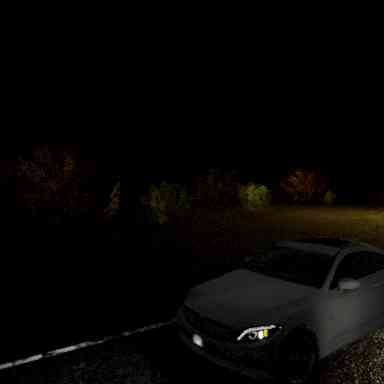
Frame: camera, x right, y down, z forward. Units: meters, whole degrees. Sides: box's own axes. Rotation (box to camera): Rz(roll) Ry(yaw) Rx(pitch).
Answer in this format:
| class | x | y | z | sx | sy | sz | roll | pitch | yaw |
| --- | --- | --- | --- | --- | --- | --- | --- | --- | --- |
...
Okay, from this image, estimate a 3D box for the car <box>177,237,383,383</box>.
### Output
| class | x | y | z | sx | sy | sz | roll | pitch | yaw |
| --- | --- | --- | --- | --- | --- | --- | --- | --- | --- |
| car | 1.969 | 1.526 | 5.397 | 4.674 | 1.442 | 1.812 | 0 | 0 | -35 |
